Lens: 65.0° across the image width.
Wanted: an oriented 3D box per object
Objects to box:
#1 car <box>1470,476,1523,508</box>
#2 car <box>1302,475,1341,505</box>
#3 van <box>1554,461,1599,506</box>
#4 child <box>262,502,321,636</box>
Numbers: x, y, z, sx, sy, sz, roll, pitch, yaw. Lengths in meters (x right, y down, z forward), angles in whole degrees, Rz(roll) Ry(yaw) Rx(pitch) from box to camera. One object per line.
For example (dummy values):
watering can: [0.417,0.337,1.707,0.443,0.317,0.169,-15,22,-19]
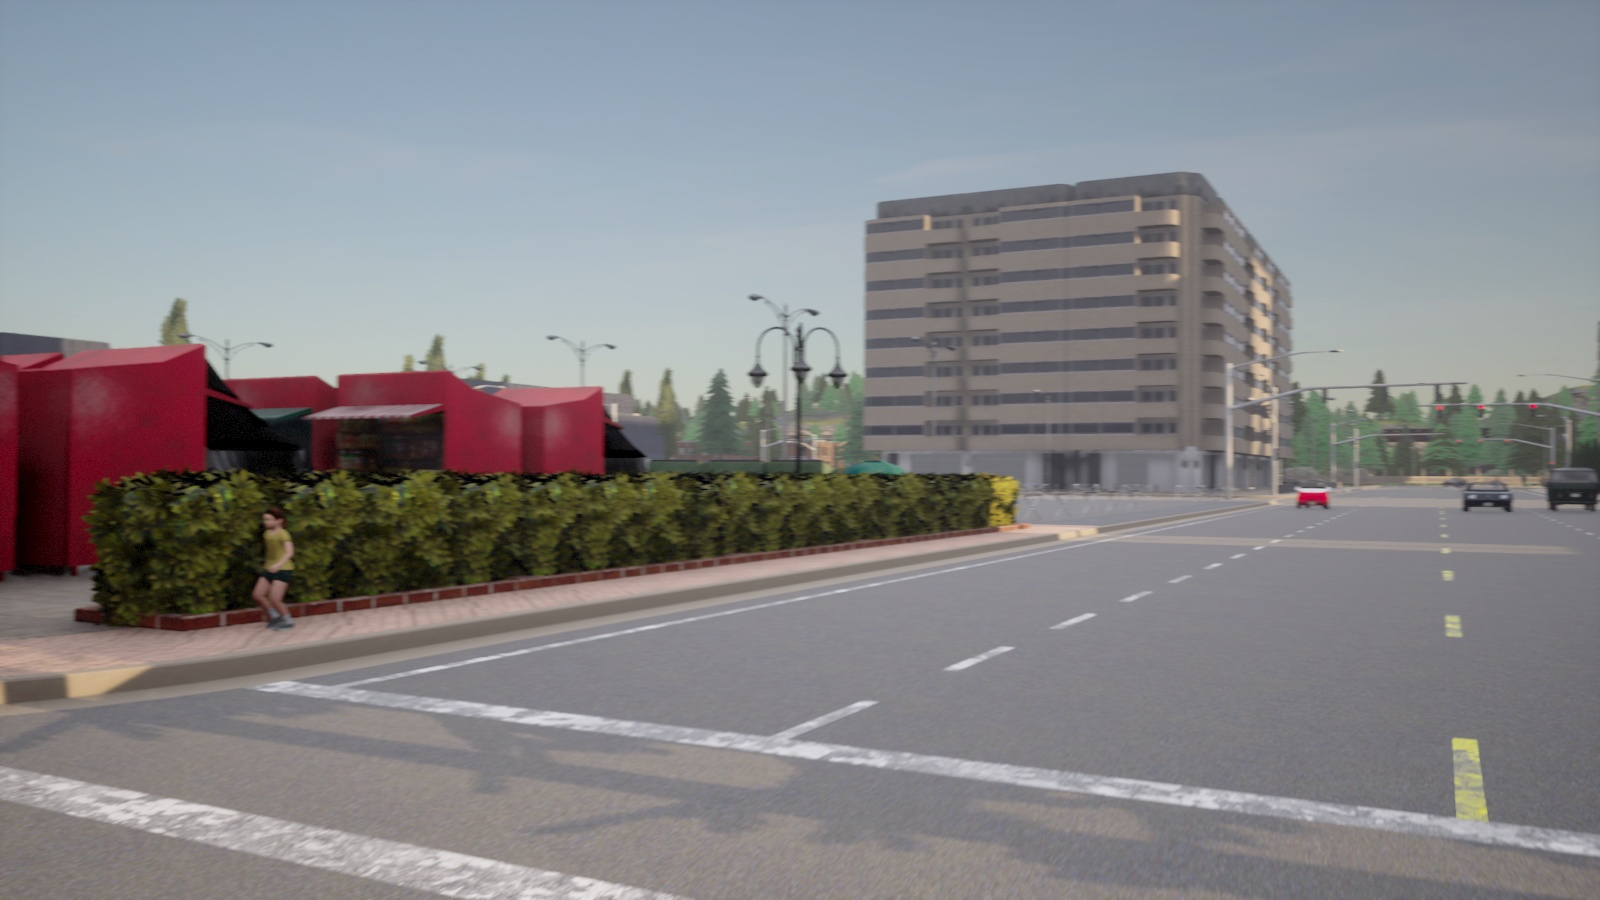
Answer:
car: [30.450,1.819,54.977,1.895,1.301,4.718,-1,-1,27]
car: [24.029,1.837,57.799,1.481,1.376,2.207,-1,-2,27]
van: [35.445,1.499,57.033,1.775,1.987,4.442,-1,-1,27]
child: [-4.376,1.012,10.809,0.255,1.110,0.394,-1,-1,31]
